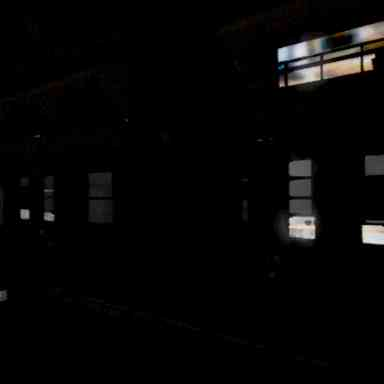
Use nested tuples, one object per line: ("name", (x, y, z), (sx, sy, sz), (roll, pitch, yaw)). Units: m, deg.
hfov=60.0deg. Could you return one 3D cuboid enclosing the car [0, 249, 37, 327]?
("car", (-4.594, 1.616, 6.152), (4.313, 1.339, 1.947), (-1, 0, 36))
